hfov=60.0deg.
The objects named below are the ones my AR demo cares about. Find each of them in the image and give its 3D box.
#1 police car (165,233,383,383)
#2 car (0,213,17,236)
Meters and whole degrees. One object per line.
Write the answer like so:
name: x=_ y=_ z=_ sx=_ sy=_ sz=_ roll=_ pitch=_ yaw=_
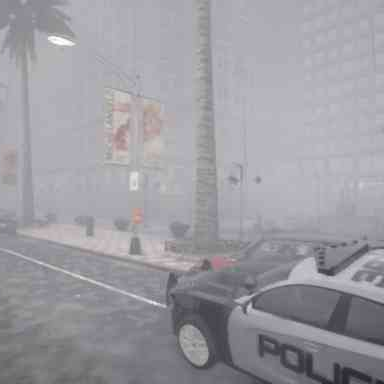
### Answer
police car: x=1.690 y=1.475 z=4.045 sx=5.238 sy=1.638 sz=1.930 roll=2 pitch=8 yaw=45
car: x=-13.387 y=2.138 z=22.298 sx=4.786 sy=1.482 sz=2.161 roll=-1 pitch=-3 yaw=45
